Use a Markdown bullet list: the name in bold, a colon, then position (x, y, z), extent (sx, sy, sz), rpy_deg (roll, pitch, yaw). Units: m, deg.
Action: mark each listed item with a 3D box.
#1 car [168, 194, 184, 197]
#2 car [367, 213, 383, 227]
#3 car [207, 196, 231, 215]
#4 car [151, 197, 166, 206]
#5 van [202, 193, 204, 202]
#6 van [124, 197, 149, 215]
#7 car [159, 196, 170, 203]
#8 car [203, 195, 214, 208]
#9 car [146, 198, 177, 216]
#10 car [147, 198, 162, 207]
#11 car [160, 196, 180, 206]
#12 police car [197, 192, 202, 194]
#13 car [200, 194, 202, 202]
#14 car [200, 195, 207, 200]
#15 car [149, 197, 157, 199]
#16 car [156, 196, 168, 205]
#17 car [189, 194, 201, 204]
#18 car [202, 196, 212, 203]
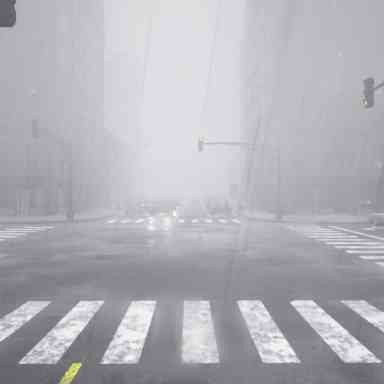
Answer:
- **car**: position (-2.834, 1.550, 53.870), extent (2.033, 1.411, 5.357), rpy_deg (0, 0, 1)
- **car**: position (13.633, 1.615, 20.716), extent (4.718, 1.301, 1.895), rpy_deg (0, 0, 0)
- **car**: position (2.825, 1.442, 33.383), extent (1.967, 1.590, 4.097), rpy_deg (0, 0, 0)
- **car**: position (-5.591, 1.568, 56.096), extent (1.947, 1.339, 4.313), rpy_deg (0, 0, 0)
- **van**: position (2.935, 1.344, 56.060), extent (1.690, 1.788, 3.998), rpy_deg (0, 0, 0)
- **van**: position (-5.701, 1.343, 33.423), extent (1.690, 1.788, 3.998), rpy_deg (0, 0, 0)
- **car**: position (-5.535, 1.566, 67.432), extent (1.947, 1.339, 4.313), rpy_deg (0, 0, 0)
- **car**: position (2.880, 1.443, 44.721), extent (1.967, 1.590, 4.097), rpy_deg (0, 0, 0)
- **car**: position (-2.943, 1.603, 33.197), extent (1.895, 1.301, 4.718), rpy_deg (0, 0, 3)
- **car**: position (-5.618, 1.585, 50.428), extent (1.802, 1.307, 4.206), rpy_deg (0, 0, 0)
- **car**: position (-2.894, 1.604, 43.180), extent (1.895, 1.301, 4.718), rpy_deg (0, 0, 1)
- **police car**: position (2.747, 1.421, 79.490), extent (1.930, 1.638, 5.238), rpy_deg (0, 0, 0)
- **car**: position (2.963, 1.527, 61.899), extent (1.752, 1.417, 4.829), rpy_deg (0, 0, 0)
- **car**: position (3.100, 1.558, 90.076), extent (1.947, 1.339, 4.313), rpy_deg (0, 0, 0)
- **car**: position (-5.673, 1.443, 39.091), extent (1.967, 1.590, 4.097), rpy_deg (0, 0, 0)
- **car**: position (-5.564, 1.527, 61.594), extent (1.752, 1.417, 4.829), rpy_deg (0, 0, 0)
- **car**: position (0.413, 1.549, 63.328), extent (2.033, 1.411, 5.357), rpy_deg (0, 0, 0)
- **car**: position (2.990, 1.551, 67.399), extent (2.008, 1.369, 4.403), rpy_deg (0, 0, 0)
